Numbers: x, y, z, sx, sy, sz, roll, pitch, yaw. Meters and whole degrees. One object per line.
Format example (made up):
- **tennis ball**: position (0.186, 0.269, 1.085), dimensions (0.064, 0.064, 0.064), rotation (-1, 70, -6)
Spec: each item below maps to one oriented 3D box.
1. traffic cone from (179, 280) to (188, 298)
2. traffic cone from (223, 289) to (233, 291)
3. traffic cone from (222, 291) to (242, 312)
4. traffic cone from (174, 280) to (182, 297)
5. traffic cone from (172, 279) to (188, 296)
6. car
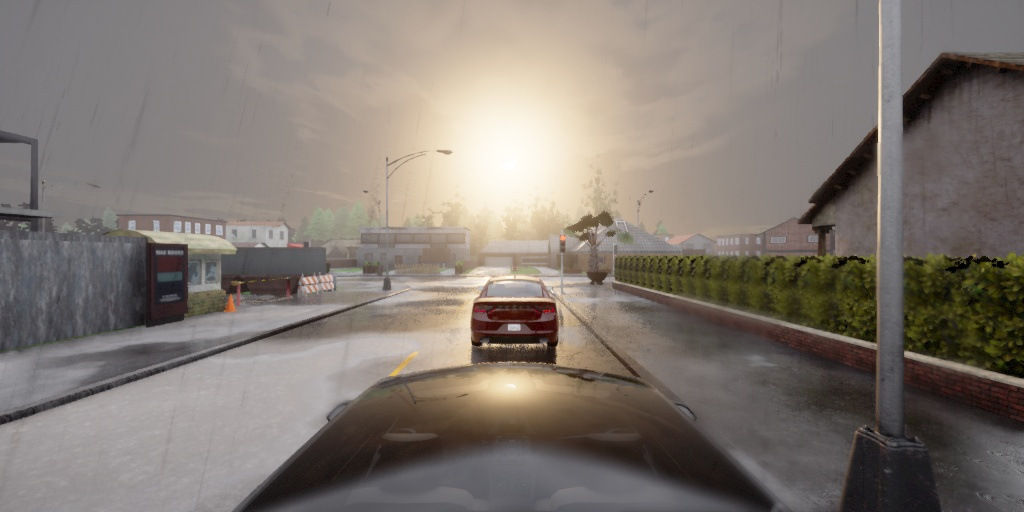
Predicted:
- **traffic cone**: position (-15.197, 1.561, 16.845), dimensions (0.344, 0.586, 0.344), rotation (0, 0, 0)
- **traffic cone**: position (-10.335, 1.568, 12.773), dimensions (0.344, 0.586, 0.344), rotation (0, 0, 0)
- **traffic cone**: position (-9.617, 1.598, 12.249), dimensions (0.344, 0.586, 0.344), rotation (0, 0, 0)
- **traffic cone**: position (-15.765, 1.558, 17.208), dimensions (0.344, 0.586, 0.344), rotation (0, 0, 0)
- **traffic cone**: position (-16.800, 1.582, 18.213), dimensions (0.344, 0.586, 0.344), rotation (0, 0, 0)
- **car**: position (0.081, 1.228, 9.402), dimensions (1.882, 1.535, 5.008), rotation (0, 0, 1)
